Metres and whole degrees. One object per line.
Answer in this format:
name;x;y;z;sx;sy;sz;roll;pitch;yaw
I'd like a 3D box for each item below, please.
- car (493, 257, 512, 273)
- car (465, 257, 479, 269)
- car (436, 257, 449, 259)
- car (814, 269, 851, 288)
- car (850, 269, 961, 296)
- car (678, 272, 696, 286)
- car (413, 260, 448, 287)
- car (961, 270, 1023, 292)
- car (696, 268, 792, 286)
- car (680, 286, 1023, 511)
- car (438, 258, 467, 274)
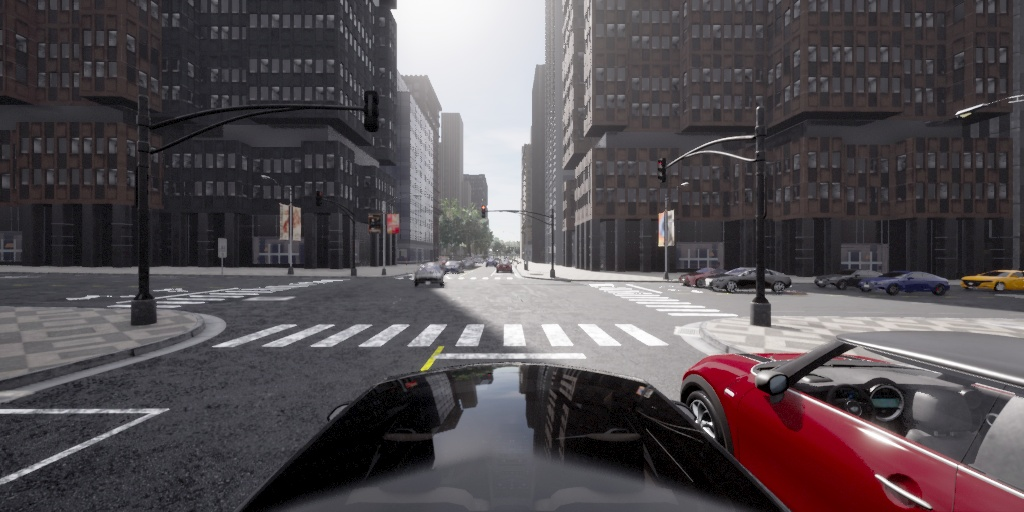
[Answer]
car;-0.930;1.197;43.604;1.967;1.591;4.097;0;0;-1
car;-6.984;1.280;58.019;2.128;1.511;4.902;0;0;-1
car;-9.531;1.084;48.910;2.192;1.841;5.009;0;0;-1
car;24.534;1.652;25.814;4.674;1.442;1.812;1;0;-1
car;24.615;1.656;22.554;4.674;1.442;1.812;1;0;-1
car;14.259;1.541;25.675;4.181;1.385;1.994;1;0;0
car;-5.570;1.240;24.288;2.033;1.411;5.357;1;0;-11
car;35.684;1.766;25.955;5.008;1.535;1.882;1;0;-1
car;14.675;1.478;22.433;4.902;1.511;2.128;1;0;-1
car;2.760;1.190;2.240;1.967;1.591;4.097;0;0;0
car;-6.762;1.300;41.322;2.033;1.411;5.357;0;0;-1
